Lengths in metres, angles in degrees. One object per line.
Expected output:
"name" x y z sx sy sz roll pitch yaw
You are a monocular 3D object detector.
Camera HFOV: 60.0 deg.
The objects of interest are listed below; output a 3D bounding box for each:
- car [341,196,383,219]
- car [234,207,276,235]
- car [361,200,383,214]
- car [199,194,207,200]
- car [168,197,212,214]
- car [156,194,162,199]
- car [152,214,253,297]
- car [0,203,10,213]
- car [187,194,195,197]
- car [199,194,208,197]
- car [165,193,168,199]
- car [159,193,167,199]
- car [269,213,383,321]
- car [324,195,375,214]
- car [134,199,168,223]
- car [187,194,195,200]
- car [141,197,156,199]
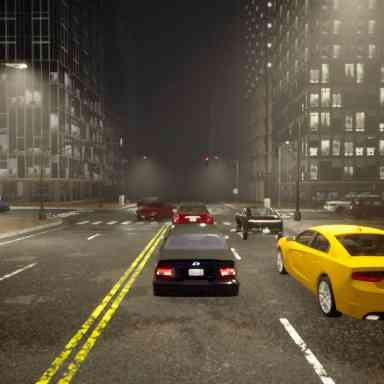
"car" 16.092 1.518 28.652 5.009 1.841 2.192 1 0 1
"car" 3.277 1.482 16.864 2.128 1.511 4.902 0 0 1
"car" 21.669 1.641 36.960 4.829 1.417 1.752 1 0 1
"car" 2.905 1.291 89.808 1.994 1.385 4.181 0 0 0
"car" 0.033 1.342 18.034 2.097 1.767 4.553 0 0 0
"car" -6.795 1.554 57.551 1.895 1.301 4.718 0 0 0
"car" 0.066 1.543 8.719 2.033 1.411 5.357 0 0 0
"car" -20.035 1.316 31.696 5.008 1.535 1.882 1 1 1
"car" -0.306 1.466 79.761 1.994 1.385 4.181 0 0 0
"car" 2.945 1.269 79.743 2.097 1.767 4.553 0 0 0
"car" -6.801 1.150 78.305 2.150 2.045 5.566 0 0 0
"car" -6.778 1.504 67.556 1.994 1.385 4.181 0 0 0
"car" 3.323 1.474 7.447 1.882 1.535 5.008 0 0 0
"car" 16.676 1.335 34.429 5.566 2.045 2.150 0 1 1
"car" -2.727 1.507 25.472 1.882 1.535 5.008 -1 -1 16
"car" -0.345 1.291 89.797 1.994 1.385 4.181 0 0 0
"car" -6.785 1.565 48.378 1.895 1.301 4.718 0 0 0
